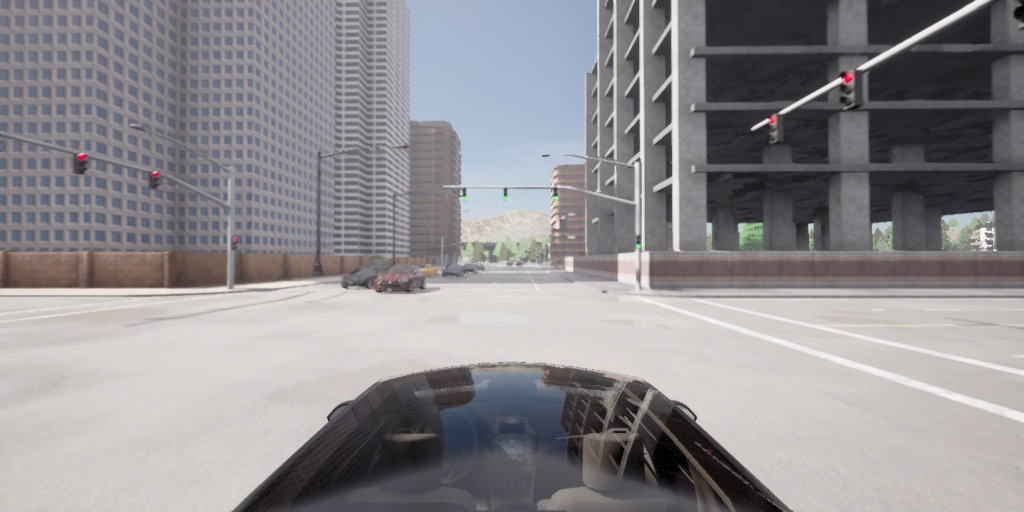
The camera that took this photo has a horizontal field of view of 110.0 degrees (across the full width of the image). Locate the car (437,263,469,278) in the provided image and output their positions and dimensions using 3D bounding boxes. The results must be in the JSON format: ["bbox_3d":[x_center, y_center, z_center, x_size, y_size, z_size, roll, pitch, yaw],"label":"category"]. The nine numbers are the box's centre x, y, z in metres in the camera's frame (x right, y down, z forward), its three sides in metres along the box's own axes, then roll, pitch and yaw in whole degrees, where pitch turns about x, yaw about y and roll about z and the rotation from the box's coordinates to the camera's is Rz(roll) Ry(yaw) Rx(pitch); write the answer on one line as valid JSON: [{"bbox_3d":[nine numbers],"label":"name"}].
[{"bbox_3d":[-6.703,1.776,41.173,2.033,1.411,5.357,0,-1,2],"label":"car"}]

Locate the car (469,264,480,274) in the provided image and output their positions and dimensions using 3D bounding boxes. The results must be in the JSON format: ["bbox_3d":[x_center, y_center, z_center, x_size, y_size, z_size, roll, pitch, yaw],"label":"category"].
[{"bbox_3d":[-6.320,1.879,53.263,1.837,1.490,4.892,0,-1,1],"label":"car"}]

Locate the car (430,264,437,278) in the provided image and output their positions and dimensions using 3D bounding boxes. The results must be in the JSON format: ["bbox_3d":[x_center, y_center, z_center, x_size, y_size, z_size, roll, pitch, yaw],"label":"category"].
[{"bbox_3d":[-10.163,1.726,42.598,1.882,1.535,5.008,0,-1,2],"label":"car"}]

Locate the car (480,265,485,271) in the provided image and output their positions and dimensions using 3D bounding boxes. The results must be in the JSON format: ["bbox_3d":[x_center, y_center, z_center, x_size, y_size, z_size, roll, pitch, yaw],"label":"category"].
[{"bbox_3d":[-6.027,2.115,65.141,1.994,1.385,4.181,0,-1,1],"label":"car"}]

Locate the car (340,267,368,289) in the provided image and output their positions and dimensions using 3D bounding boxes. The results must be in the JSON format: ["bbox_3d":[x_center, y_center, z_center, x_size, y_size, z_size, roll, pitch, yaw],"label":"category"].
[{"bbox_3d":[-10.544,1.554,25.933,1.837,1.490,4.892,0,-1,1],"label":"car"}]

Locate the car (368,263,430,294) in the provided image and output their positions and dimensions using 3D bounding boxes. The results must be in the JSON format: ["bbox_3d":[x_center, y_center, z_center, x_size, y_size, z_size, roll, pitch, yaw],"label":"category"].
[{"bbox_3d":[-6.970,1.358,22.673,2.097,1.767,4.553,0,-1,0],"label":"car"}]
